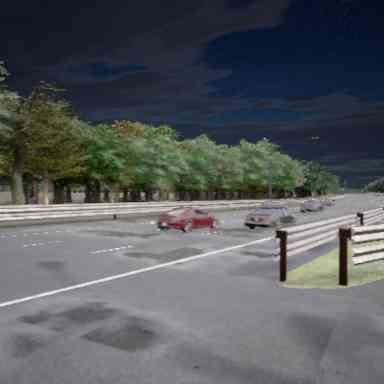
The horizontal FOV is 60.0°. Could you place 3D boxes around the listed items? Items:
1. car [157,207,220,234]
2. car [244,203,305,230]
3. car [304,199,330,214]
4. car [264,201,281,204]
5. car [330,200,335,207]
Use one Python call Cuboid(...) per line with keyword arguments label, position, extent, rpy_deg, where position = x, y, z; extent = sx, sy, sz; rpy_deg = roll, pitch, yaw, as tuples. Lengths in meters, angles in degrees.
Cuboid(label="car", position=(-0.132, 1.641, 20.168), extent=(1.812, 1.442, 4.674), rpy_deg=(1, 0, 37))
Cuboid(label="car", position=(5.341, 1.724, 21.825), extent=(2.033, 1.411, 5.357), rpy_deg=(1, 0, 37))
Cuboid(label="car", position=(14.865, 1.876, 40.786), extent=(2.033, 1.411, 5.357), rpy_deg=(1, 0, 35))
Cuboid(label="car", position=(9.755, 1.813, 39.563), extent=(2.033, 1.411, 5.357), rpy_deg=(1, 0, 35))
Cuboid(label="car", position=(25.946, 2.114, 63.332), extent=(1.994, 1.385, 4.181), rpy_deg=(1, 0, 33))
